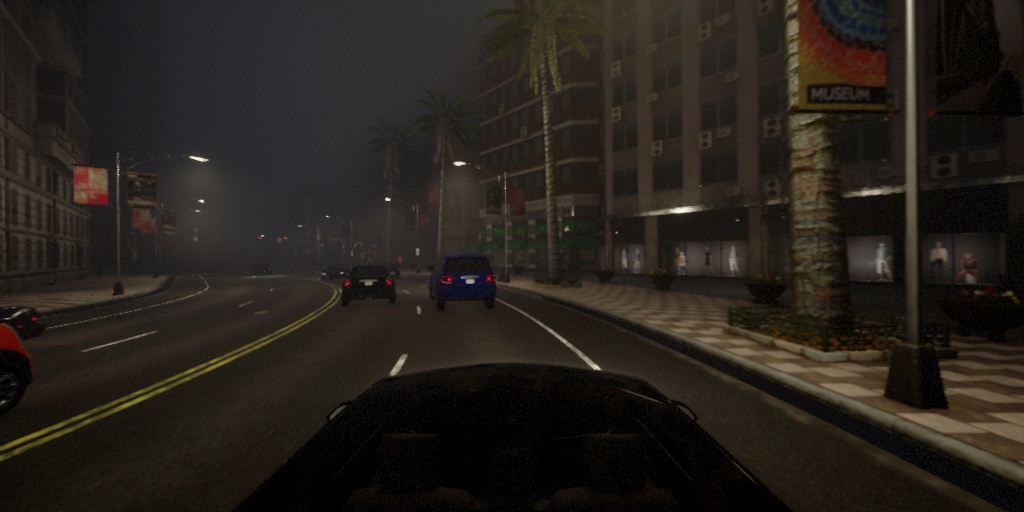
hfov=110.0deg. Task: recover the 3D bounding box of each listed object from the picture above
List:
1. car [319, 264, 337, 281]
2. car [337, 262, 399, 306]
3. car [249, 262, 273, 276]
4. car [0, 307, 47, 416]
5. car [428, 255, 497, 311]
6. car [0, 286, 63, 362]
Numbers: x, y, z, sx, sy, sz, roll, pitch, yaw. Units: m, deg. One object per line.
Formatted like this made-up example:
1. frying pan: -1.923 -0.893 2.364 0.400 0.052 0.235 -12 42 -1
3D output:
1. car: -15.682 1.415 31.896 1.994 1.385 4.181 -1 0 -39
2. car: -6.497 1.140 16.546 2.097 1.767 4.553 -1 0 -19
3. car: -29.404 1.508 41.989 1.837 1.490 4.892 -1 0 -42
4. car: -7.344 1.171 2.738 2.097 1.767 4.553 -1 0 -4
5. car: -2.189 0.971 14.902 2.150 2.045 5.566 0 0 -16
6. car: -10.880 1.396 5.362 2.033 1.411 5.357 -1 0 -7
